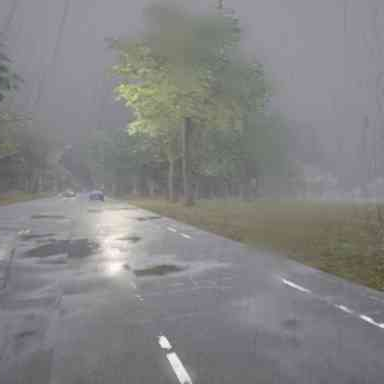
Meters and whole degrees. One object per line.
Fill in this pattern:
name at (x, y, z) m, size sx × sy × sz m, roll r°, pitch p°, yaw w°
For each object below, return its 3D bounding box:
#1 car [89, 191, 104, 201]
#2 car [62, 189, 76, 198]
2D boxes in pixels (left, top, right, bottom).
car at (-14.187, 0.543, 49.311) m, size 1.882 × 1.535 × 5.008 m, roll 0°, pitch 1°, yaw -19°
car at (-23.509, 0.149, 63.681) m, size 2.097 × 1.767 × 4.553 m, roll 0°, pitch 1°, yaw -13°
